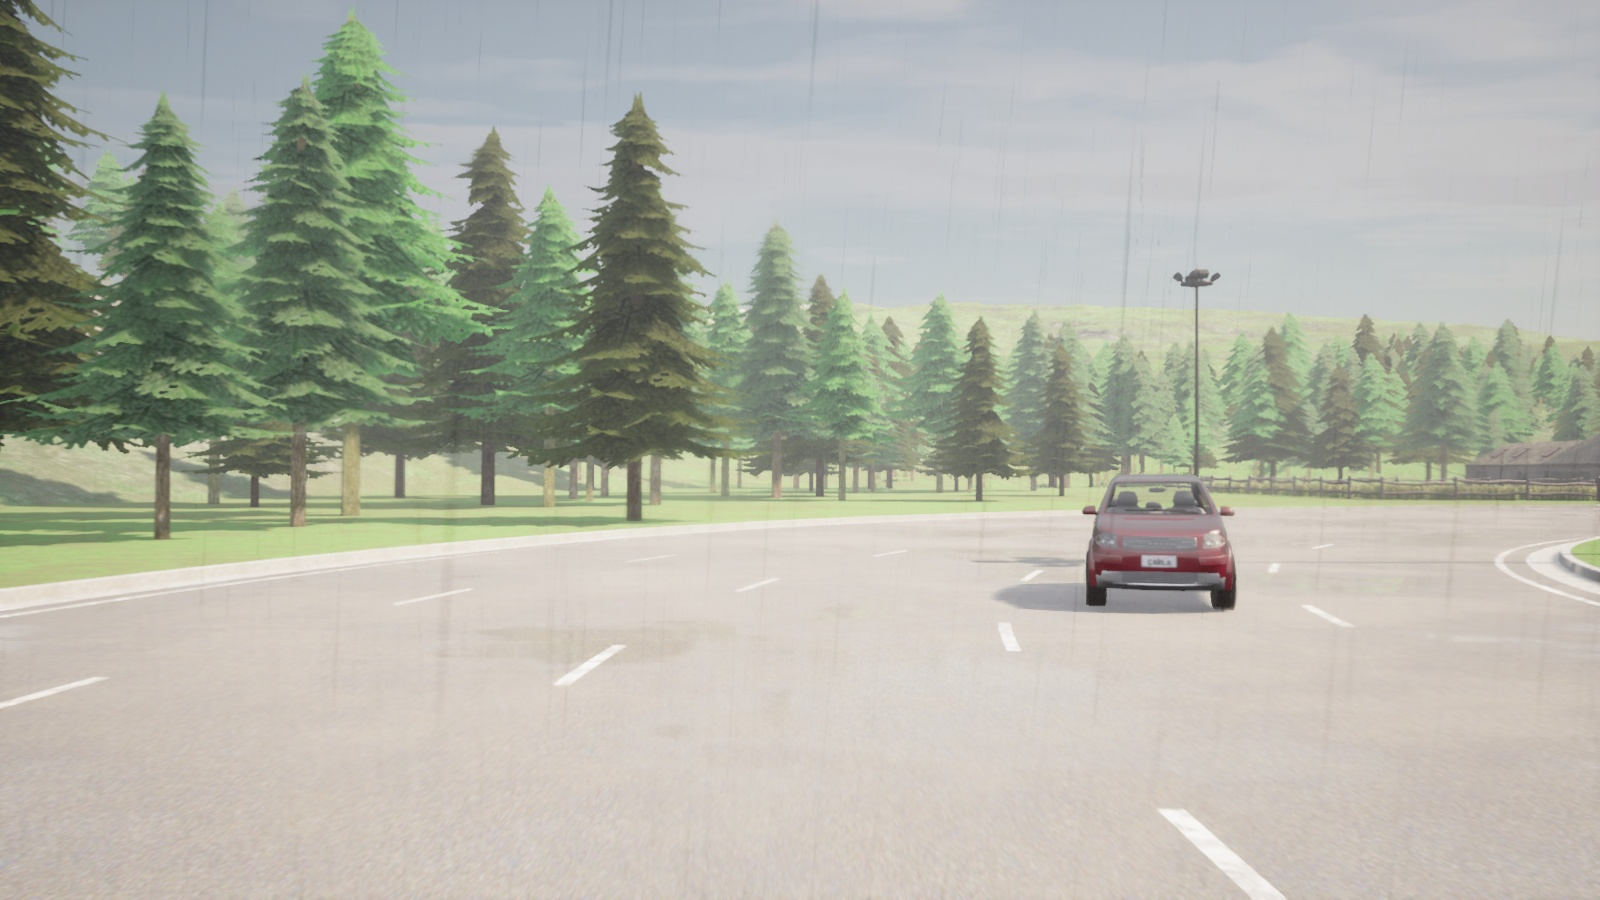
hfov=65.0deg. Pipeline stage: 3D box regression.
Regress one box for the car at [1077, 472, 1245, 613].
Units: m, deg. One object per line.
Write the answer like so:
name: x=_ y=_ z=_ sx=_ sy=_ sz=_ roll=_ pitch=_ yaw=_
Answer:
car: x=4.476 y=1.063 z=15.833 sx=1.789 sy=1.549 sz=3.705 roll=-1 pitch=-1 yaw=14
